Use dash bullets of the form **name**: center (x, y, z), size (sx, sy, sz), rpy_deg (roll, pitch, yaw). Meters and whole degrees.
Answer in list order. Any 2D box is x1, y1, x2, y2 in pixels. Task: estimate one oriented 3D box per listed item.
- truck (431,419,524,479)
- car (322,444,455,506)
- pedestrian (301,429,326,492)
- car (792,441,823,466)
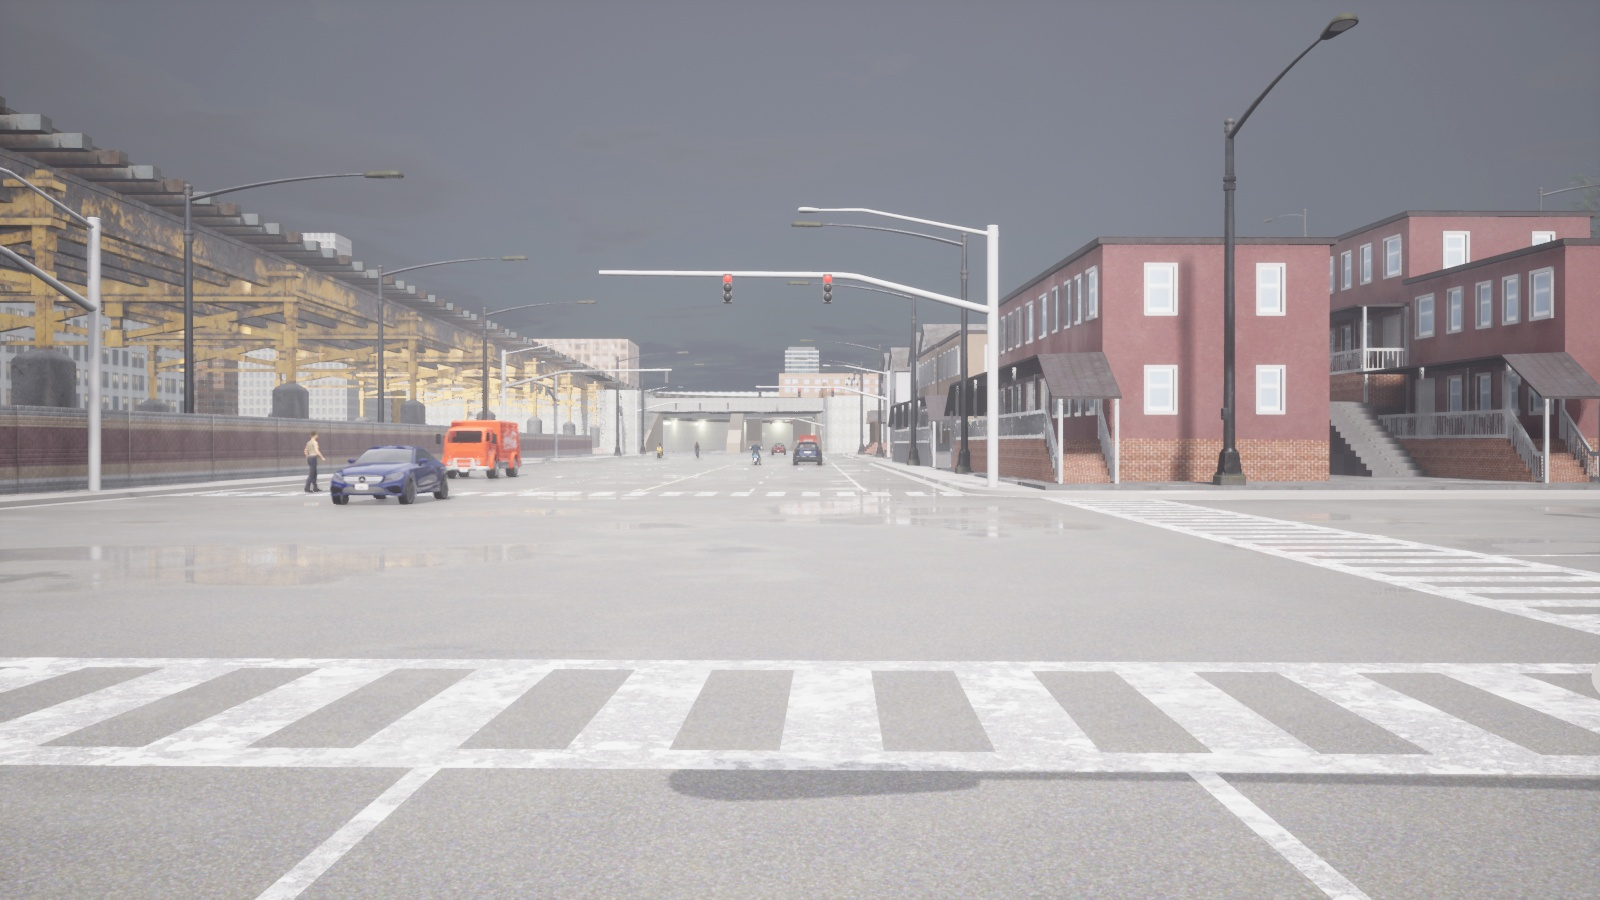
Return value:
- **truck**: center (-13.667, -0.054, 53.569), size (2.627, 2.467, 5.204), rpy_deg (0, 0, 0)
- **car**: center (-10.297, 0.585, 31.776), size (1.812, 1.442, 4.674), rpy_deg (0, 0, 0)
- **pedestrian**: center (-14.405, 0.310, 37.163), size (0.345, 1.836, 0.594), rpy_deg (0, 0, 44)
- **car**: center (0.515, 0.201, 84.301), size (2.033, 1.649, 4.856), rpy_deg (0, 0, 0)
